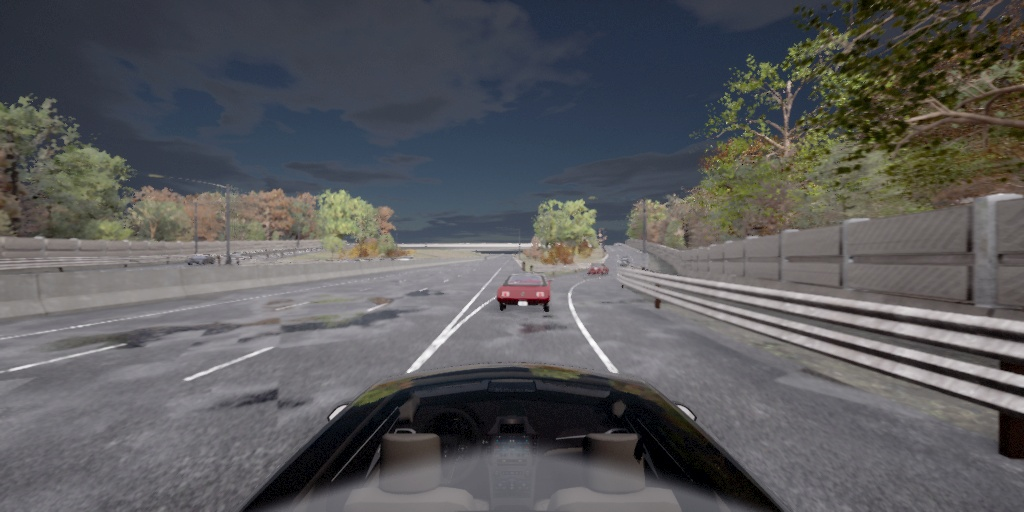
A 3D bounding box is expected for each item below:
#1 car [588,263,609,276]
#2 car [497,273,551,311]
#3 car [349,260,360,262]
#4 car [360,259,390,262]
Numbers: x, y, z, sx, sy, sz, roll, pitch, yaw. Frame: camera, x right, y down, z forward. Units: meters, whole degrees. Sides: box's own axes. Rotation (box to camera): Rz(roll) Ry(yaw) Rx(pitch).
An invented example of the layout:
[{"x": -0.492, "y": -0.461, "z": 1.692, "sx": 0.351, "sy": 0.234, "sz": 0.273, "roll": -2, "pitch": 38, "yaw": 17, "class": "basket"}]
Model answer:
[{"x": 11.951, "y": 1.786, "z": 49.152, "sx": 2.097, "sy": 1.767, "sz": 4.553, "roll": 0, "pitch": -1, "yaw": 26, "class": "car"}, {"x": 0.651, "y": 1.356, "z": 14.613, "sx": 1.895, "sy": 1.301, "sz": 4.718, "roll": 0, "pitch": 0, "yaw": 7, "class": "car"}, {"x": -24.573, "y": 1.305, "z": 55.344, "sx": 2.033, "sy": 1.411, "sz": 5.357, "roll": 0, "pitch": 0, "yaw": 1, "class": "car"}, {"x": -21.085, "y": 1.237, "z": 55.434, "sx": 1.882, "sy": 1.535, "sz": 5.008, "roll": 0, "pitch": 0, "yaw": 1, "class": "car"}]
